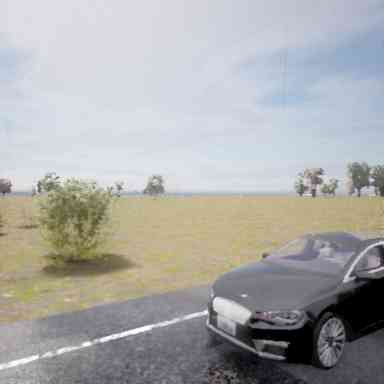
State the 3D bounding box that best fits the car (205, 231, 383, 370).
[{"bbox_3d":[2.489,1.491,5.749,4.902,1.511,2.128,0,0,-34],"label":"car"}]
